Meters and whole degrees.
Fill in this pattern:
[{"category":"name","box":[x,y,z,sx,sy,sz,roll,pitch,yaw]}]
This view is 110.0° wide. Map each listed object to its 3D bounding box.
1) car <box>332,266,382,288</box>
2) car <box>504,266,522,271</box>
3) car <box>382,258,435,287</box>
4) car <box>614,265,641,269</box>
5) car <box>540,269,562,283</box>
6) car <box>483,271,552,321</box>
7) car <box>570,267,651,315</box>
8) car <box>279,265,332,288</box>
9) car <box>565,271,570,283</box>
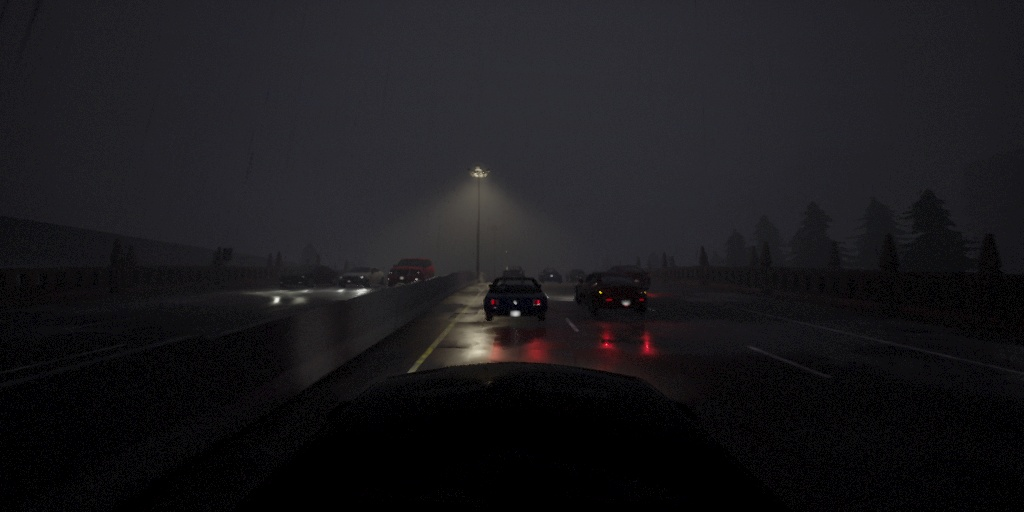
[{"category":"car","box":[-10.496,1.430,25.452,1.812,1.442,4.674,0,-2,0]},{"category":"car","box":[0.120,1.644,31.225,2.128,1.511,4.902,0,-3,0]},{"category":"car","box":[-6.993,1.139,25.585,2.150,2.045,5.566,0,-2,0]},{"category":"car","box":[7.114,1.326,22.803,1.882,1.535,5.008,0,-1,0]},{"category":"car","box":[3.623,1.930,34.782,1.994,1.385,4.181,0,-4,0]},{"category":"car","box":[0.106,1.371,12.534,1.895,1.301,4.718,0,0,0]},{"category":"car","box":[3.607,1.301,13.632,1.812,1.442,4.674,0,0,0]},{"category":"car","box":[-14.000,1.365,24.980,1.882,1.535,5.008,0,-2,0]},{"category":"car","box":[7.127,2.274,40.045,1.837,1.490,4.892,0,-5,0]}]
